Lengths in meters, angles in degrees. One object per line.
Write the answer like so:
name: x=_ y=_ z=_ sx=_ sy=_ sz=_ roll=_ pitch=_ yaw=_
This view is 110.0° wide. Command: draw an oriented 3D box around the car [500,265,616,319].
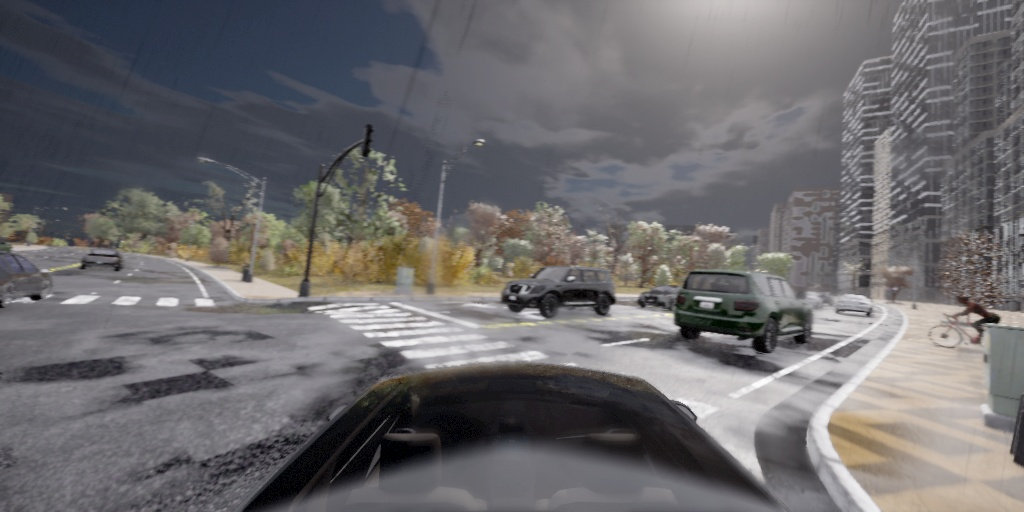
car: x=2.144 y=1.407 z=15.129 sx=5.566 sy=2.045 sz=2.150 roll=6 pitch=-3 yaw=-40

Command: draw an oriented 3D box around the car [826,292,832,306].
car: x=34.496 y=4.729 z=39.968 sx=4.902 sy=1.511 sz=2.128 roll=6 pitch=-3 yaw=-44

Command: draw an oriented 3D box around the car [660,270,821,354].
car: x=6.968 y=1.514 z=10.622 sx=5.566 sy=2.045 sz=2.150 roll=5 pitch=-3 yaw=-38

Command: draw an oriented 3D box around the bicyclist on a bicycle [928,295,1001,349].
bicyclist on a bicycle: x=13.477 y=1.988 z=10.522 sx=0.582 sy=1.620 sz=1.656 roll=6 pitch=-3 yaw=-40

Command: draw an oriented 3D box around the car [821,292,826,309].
car: x=26.354 y=3.920 z=32.092 sx=4.674 sy=1.442 sz=1.812 roll=6 pitch=-3 yaw=-43

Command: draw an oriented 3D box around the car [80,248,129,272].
car: x=-29.016 y=0.235 z=25.582 sx=2.128 sy=1.511 sz=4.902 roll=9 pitch=-6 yaw=-44

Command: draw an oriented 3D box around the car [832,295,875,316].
car: x=26.324 y=3.732 z=27.555 sx=4.674 sy=1.442 sz=1.812 roll=6 pitch=-3 yaw=-43

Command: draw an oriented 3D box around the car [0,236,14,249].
car: x=-38.890 y=-0.793 z=26.383 sx=2.097 sy=1.767 sz=4.553 roll=9 pitch=-6 yaw=-44

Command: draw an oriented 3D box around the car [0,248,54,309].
car: x=-13.835 y=0.536 z=9.206 sx=2.033 sy=1.411 sz=5.357 roll=8 pitch=-7 yaw=-41

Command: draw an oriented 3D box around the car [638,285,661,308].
car: x=9.244 y=2.440 z=21.209 sx=4.181 sy=1.385 sz=1.994 roll=6 pitch=-3 yaw=-40
